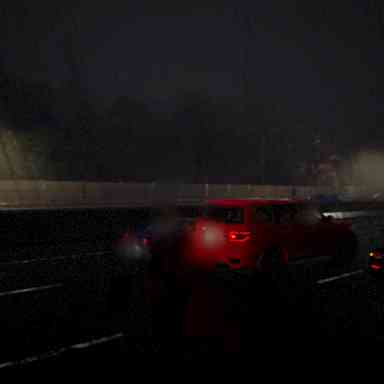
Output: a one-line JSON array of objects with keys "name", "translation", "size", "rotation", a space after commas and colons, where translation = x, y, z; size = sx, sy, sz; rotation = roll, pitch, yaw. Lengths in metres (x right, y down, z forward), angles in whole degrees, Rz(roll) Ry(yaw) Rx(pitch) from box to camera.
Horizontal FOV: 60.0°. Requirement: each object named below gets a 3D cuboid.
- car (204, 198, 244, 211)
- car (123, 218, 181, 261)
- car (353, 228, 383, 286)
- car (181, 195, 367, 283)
[{"name": "car", "translation": [4.038, 1.523, 41.245], "size": [4.892, 1.490, 1.837], "rotation": [1, 0, -35]}, {"name": "car", "translation": [0.007, 1.601, 12.349], "size": [4.718, 1.301, 1.895], "rotation": [0, 0, -36]}, {"name": "car", "translation": [6.106, 1.526, 8.104], "size": [4.674, 1.442, 1.812], "rotation": [0, 0, -35]}, {"name": "car", "translation": [2.648, 1.221, 9.932], "size": [5.566, 2.045, 2.150], "rotation": [0, 0, -36]}]
